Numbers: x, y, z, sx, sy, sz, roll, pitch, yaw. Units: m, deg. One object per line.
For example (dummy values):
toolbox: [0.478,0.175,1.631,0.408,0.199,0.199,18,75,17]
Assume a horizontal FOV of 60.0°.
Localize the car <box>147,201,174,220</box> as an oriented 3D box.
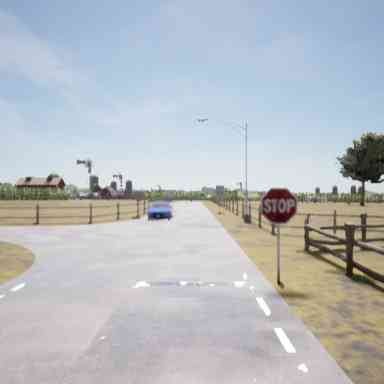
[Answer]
car: [-2.594,1.531,28.166,1.882,1.535,5.008,0,1,0]
